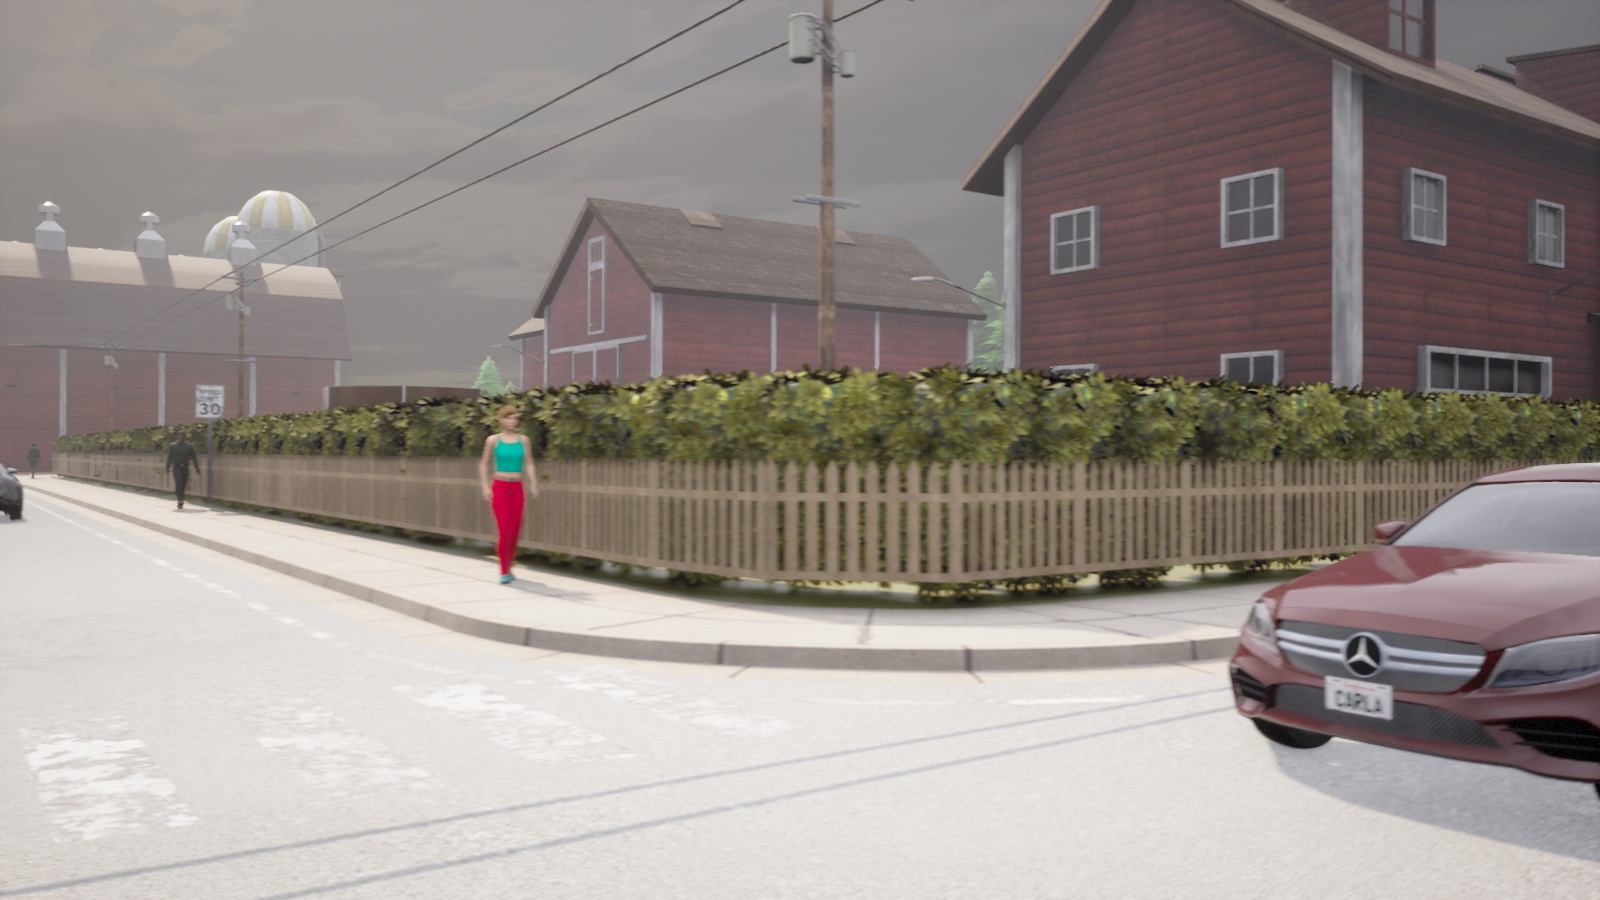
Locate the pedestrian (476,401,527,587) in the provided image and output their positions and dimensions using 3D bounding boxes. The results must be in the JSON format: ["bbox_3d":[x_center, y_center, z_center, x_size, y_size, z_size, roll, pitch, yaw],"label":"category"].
[{"bbox_3d":[-3.038,0.437,12.777,0.345,1.836,0.594,0,0,-31],"label":"pedestrian"}]

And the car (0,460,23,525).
[{"bbox_3d":[-18.666,0.917,28.040,1.994,1.385,4.181,0,0,-35],"label":"car"}]

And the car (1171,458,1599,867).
[{"bbox_3d":[4.207,0.777,6.587,4.674,1.442,1.812,0,0,-35],"label":"car"}]

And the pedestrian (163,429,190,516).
[{"bbox_3d":[-14.241,0.500,28.681,0.423,1.949,0.788,0,0,-35],"label":"pedestrian"}]

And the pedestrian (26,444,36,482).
[{"bbox_3d":[-37.806,0.631,61.759,0.353,1.847,0.614,0,0,-26],"label":"pedestrian"}]
